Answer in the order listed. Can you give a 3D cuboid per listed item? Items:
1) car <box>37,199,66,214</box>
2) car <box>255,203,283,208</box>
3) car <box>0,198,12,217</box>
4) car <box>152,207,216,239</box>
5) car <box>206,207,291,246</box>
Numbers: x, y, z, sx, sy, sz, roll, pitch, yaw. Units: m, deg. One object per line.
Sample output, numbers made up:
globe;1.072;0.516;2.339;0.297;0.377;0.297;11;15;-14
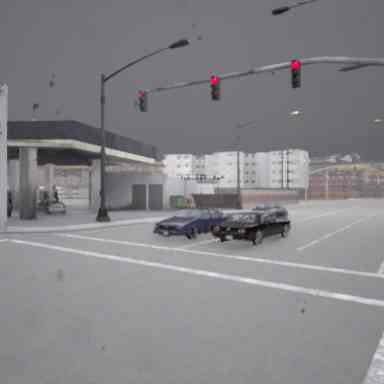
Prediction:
car;-14.395;1.441;33.122;3.806;1.475;1.970;0;0;36
car;5.957;1.557;25.924;1.994;1.385;4.181;0;0;35
car;-17.111;1.281;28.002;4.611;1.667;2.242;0;0;36
car;0.260;1.542;17.662;2.033;1.411;5.357;0;0;34
car;2.917;1.597;15.512;1.895;1.301;4.718;0;0;38
